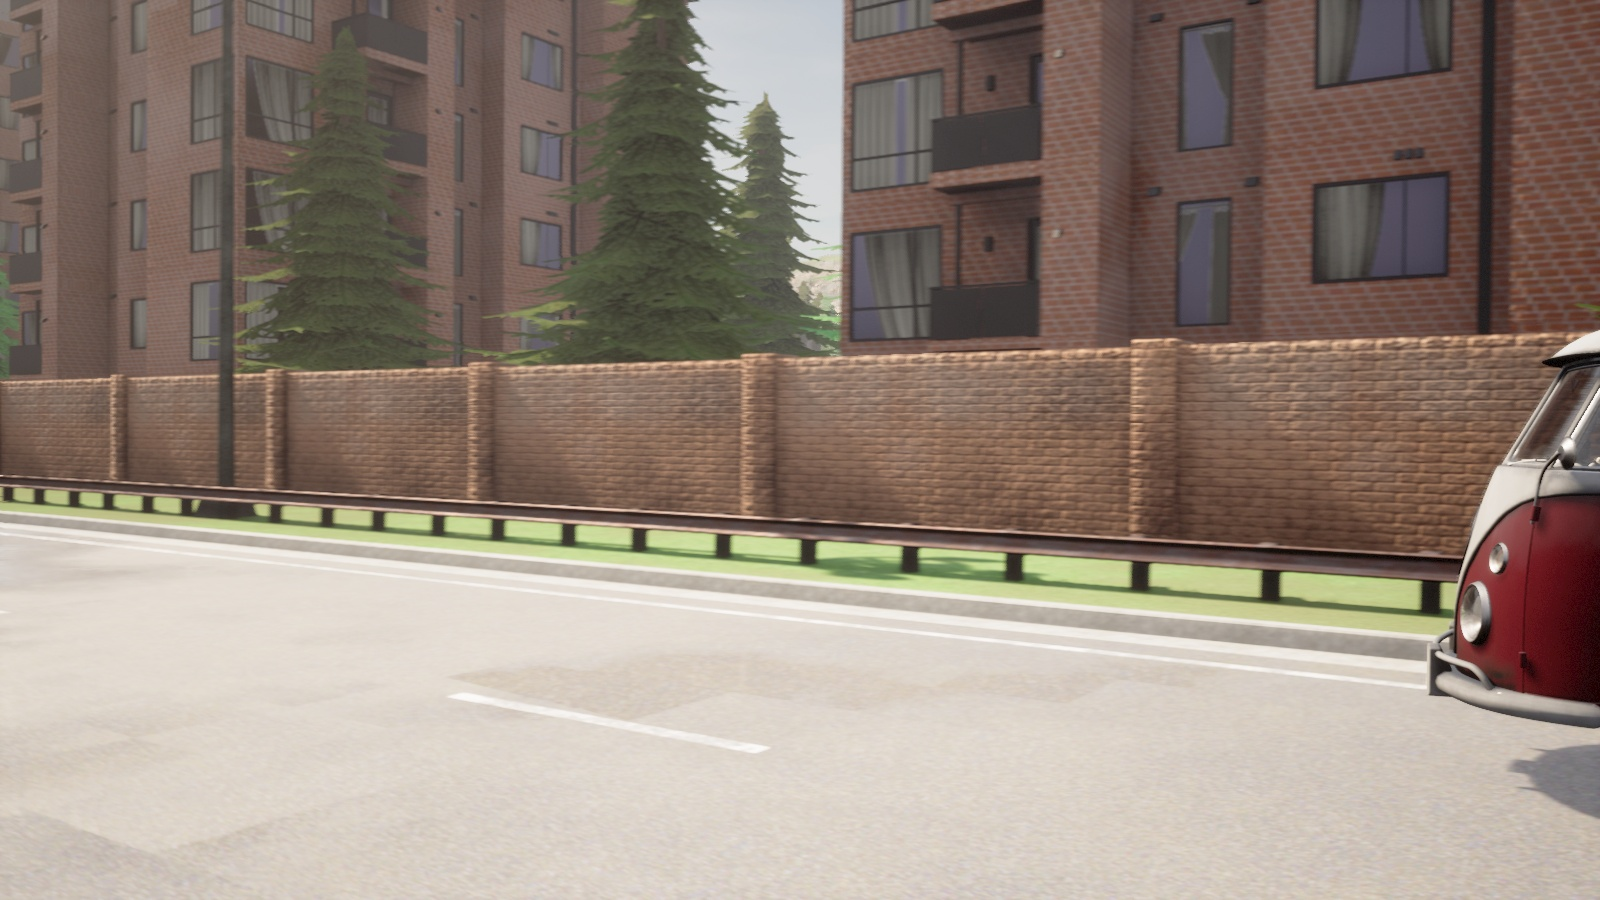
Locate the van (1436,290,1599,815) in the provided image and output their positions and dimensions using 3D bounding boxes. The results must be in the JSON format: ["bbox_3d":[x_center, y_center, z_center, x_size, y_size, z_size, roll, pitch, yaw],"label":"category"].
[{"bbox_3d":[4.903,0.377,4.563,4.442,1.987,1.775,0,1,34],"label":"van"}]
